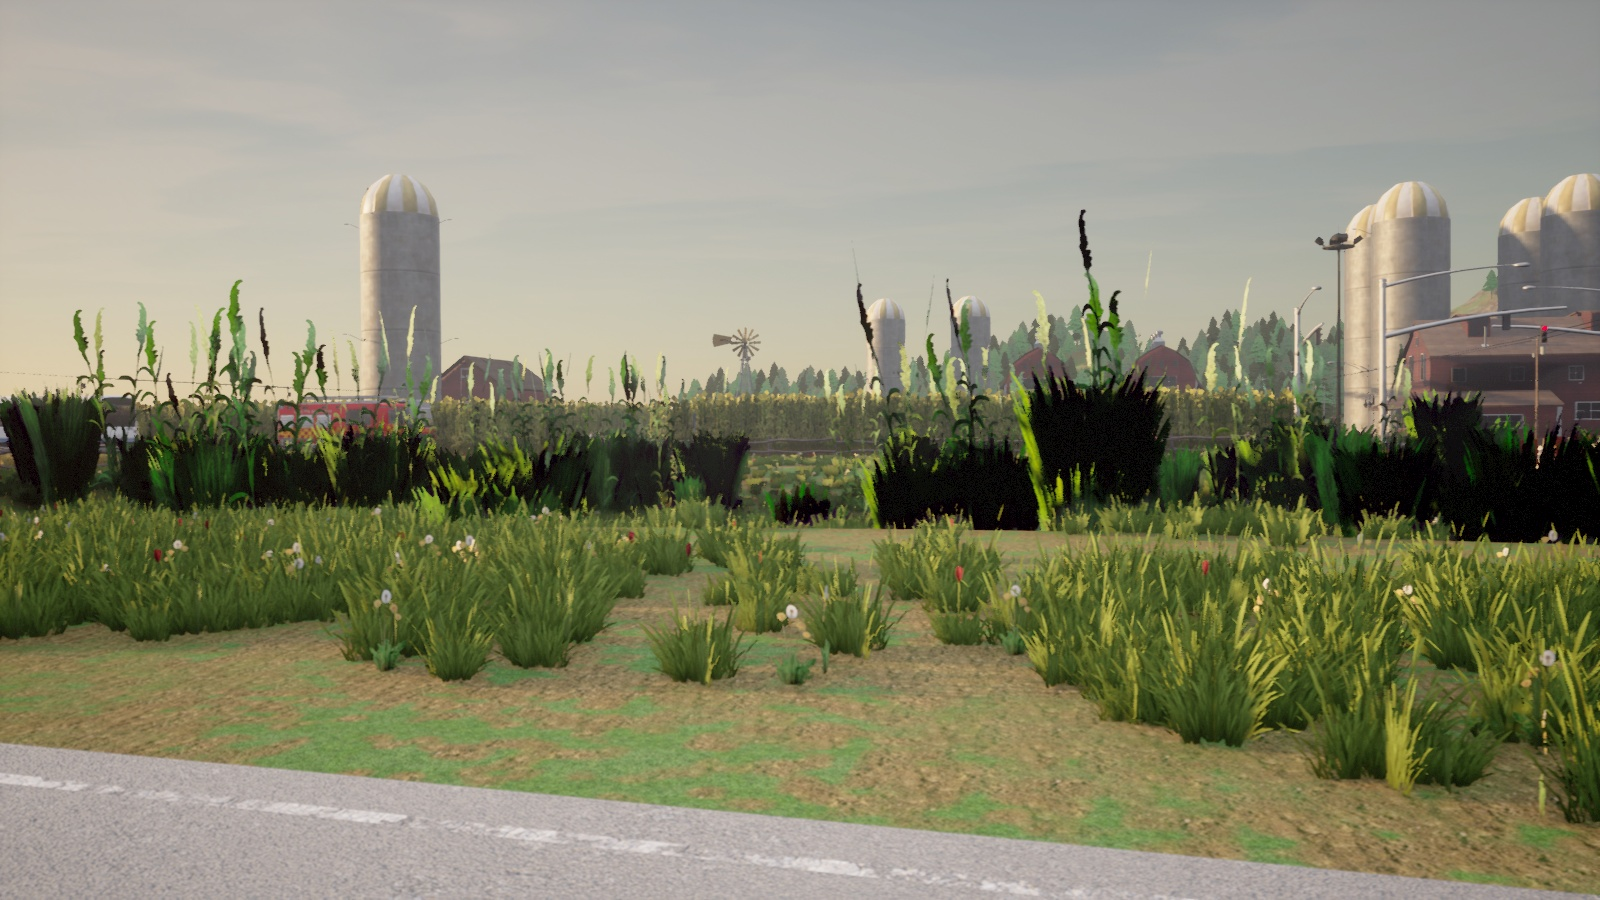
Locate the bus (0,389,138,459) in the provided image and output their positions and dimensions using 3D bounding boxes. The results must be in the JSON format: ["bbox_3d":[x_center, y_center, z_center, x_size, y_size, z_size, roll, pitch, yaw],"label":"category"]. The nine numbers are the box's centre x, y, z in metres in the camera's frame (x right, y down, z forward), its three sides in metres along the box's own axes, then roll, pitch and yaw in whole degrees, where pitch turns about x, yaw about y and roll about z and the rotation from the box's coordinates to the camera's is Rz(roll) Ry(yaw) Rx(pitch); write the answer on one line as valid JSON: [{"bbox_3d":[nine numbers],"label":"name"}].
[{"bbox_3d":[-48.005,-1.688,79.883,10.273,4.253,3.944,1,1,12],"label":"bus"}]

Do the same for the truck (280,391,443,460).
[{"bbox_3d":[-24.990,-1.368,71.640,8.468,3.827,2.891,0,1,12],"label":"truck"}]
